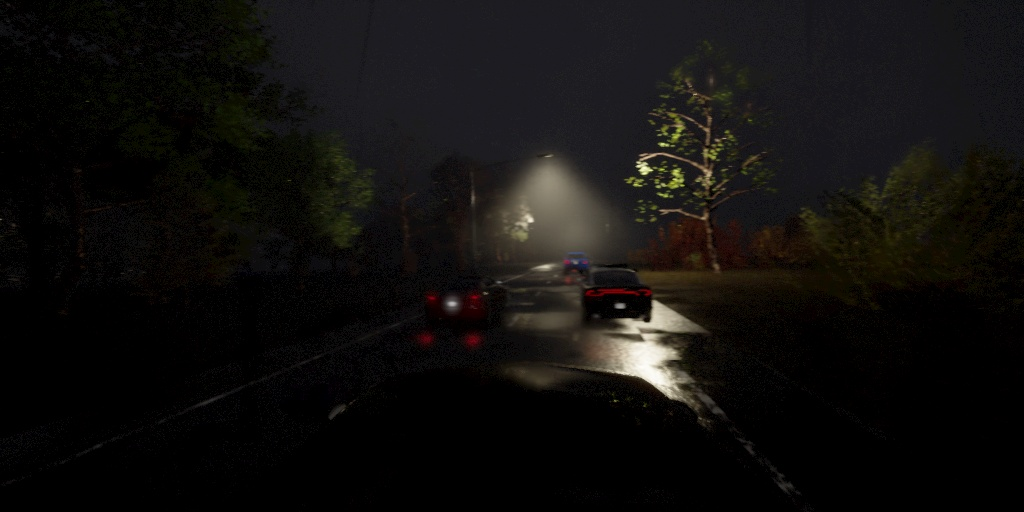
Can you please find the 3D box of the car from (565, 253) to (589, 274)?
[{"bbox_3d":[6.388,0.694,35.448,2.150,2.045,5.566,-2,0,12],"label":"car"}]

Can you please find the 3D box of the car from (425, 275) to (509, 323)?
[{"bbox_3d":[-1.378,1.331,12.270,1.994,1.385,4.181,-2,0,10],"label":"car"}]

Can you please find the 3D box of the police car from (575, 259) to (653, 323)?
[{"bbox_3d":[3.191,1.053,11.708,1.930,1.638,5.238,-2,0,10],"label":"police car"}]
